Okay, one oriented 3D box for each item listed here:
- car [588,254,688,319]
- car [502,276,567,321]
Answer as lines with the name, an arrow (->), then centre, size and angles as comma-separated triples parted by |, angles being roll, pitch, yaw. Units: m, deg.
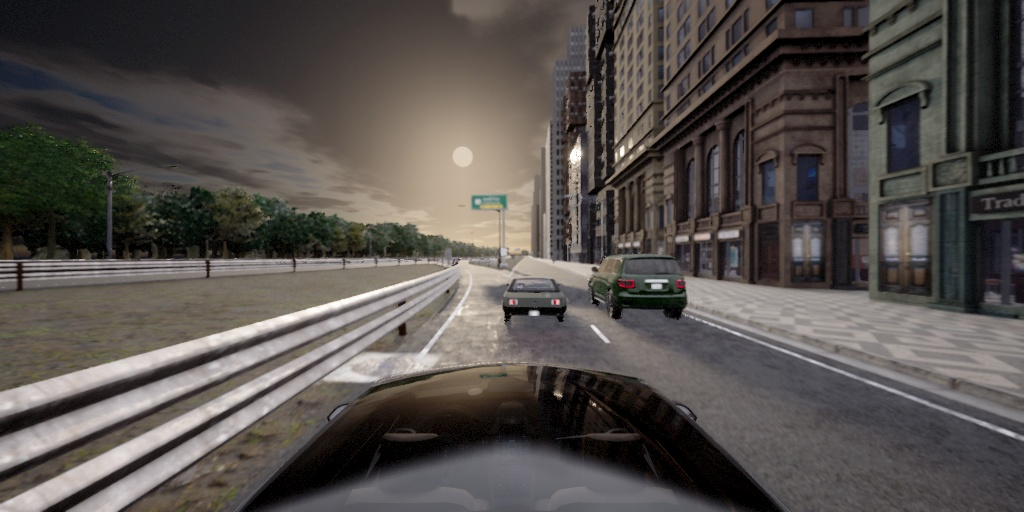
car -> 4.237, 0.965, 12.933 | 2.150, 2.045, 5.566 | 0, 0, 2
car -> 0.720, 1.349, 12.444 | 1.895, 1.301, 4.718 | 0, 0, 2
